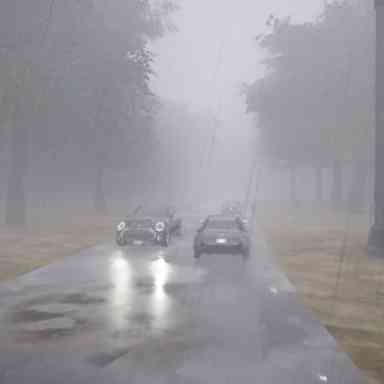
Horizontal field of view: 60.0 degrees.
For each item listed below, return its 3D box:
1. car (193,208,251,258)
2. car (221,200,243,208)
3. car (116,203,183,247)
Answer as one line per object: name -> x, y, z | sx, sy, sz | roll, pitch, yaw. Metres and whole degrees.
car -> 1.190, 1.545, 12.788 | 1.994, 1.385, 4.181 | 0, 0, 7
car -> 3.564, 1.409, 29.833 | 2.033, 1.411, 5.357 | 0, 0, 8
car -> -1.758, 1.330, 14.927 | 2.097, 1.767, 4.553 | 0, 0, 8
